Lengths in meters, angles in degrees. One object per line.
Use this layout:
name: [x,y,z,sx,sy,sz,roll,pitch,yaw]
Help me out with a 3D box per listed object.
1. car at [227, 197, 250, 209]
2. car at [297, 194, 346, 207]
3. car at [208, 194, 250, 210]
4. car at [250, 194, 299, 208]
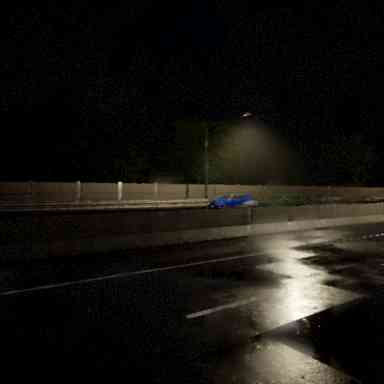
car: [6.564,1.529,34.506,5.357,1.411,2.033,0,0,-36]
car: [11.898,1.334,29.717,4.553,1.767,2.097,0,0,-36]
car: [4.429,1.203,37.283,5.566,2.045,2.150,0,0,-36]
car: [8.529,1.204,31.609,5.566,2.045,2.150,0,0,-36]
